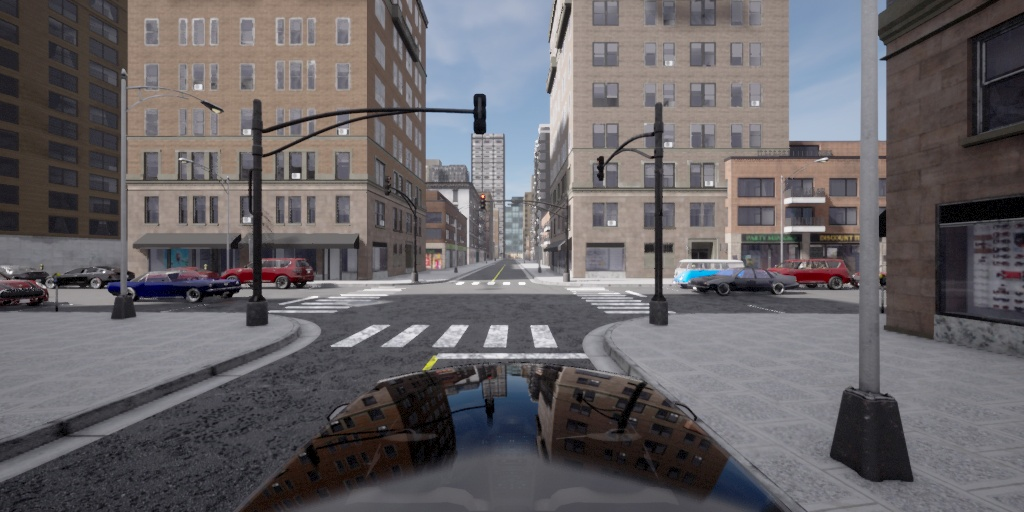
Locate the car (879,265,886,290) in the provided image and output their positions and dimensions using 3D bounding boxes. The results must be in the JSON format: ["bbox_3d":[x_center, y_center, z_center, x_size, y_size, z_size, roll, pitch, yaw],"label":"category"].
[{"bbox_3d":[22.594,1.280,19.122,4.892,1.490,1.837,0,0,1],"label":"car"}]

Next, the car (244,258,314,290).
[{"bbox_3d":[-14.909,1.058,22.098,5.009,1.841,2.192,0,0,0],"label":"car"}]

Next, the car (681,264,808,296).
[{"bbox_3d":[12.345,1.315,19.239,5.357,1.411,2.033,0,0,-5],"label":"car"}]

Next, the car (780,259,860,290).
[{"bbox_3d":[17.634,1.086,21.910,5.009,1.841,2.192,0,0,0],"label":"car"}]

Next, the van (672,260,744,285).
[{"bbox_3d":[12.038,1.107,21.942,3.998,1.789,1.690,0,0,0],"label":"van"}]

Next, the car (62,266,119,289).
[{"bbox_3d":[-25.956,1.298,22.162,4.313,1.339,1.948,0,0,0],"label":"car"}]

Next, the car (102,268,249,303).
[{"bbox_3d":[-15.000,1.345,16.155,4.718,1.301,1.895,0,0,3],"label":"car"}]

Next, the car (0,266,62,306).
[{"bbox_3d":[-20.457,1.179,13.604,4.097,1.591,1.967,0,0,0],"label":"car"}]
